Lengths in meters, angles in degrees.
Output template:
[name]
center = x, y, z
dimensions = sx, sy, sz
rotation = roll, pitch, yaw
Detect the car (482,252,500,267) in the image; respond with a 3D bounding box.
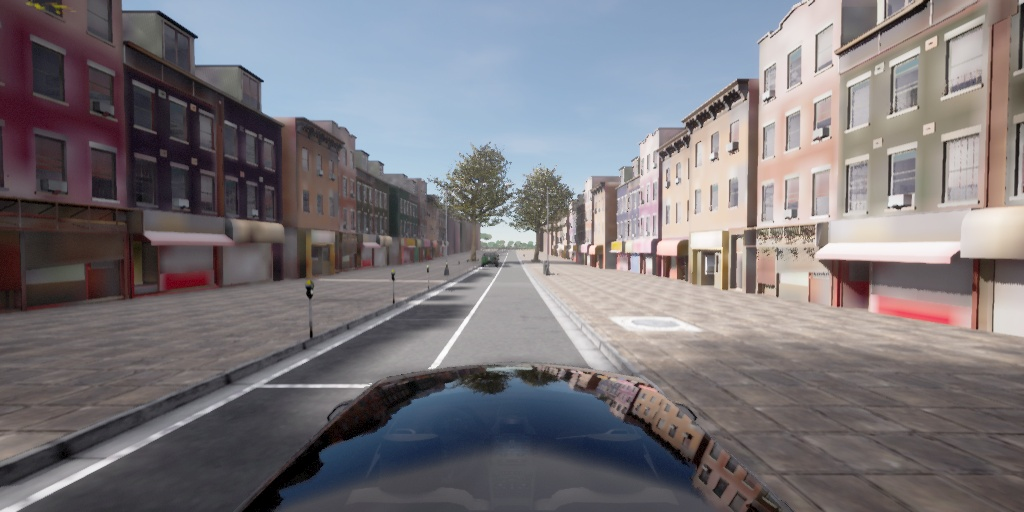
[car]
center = -2.980, 0.422, 49.654
dimensions = 2.150, 2.045, 5.566
rotation = 0, 1, 0
